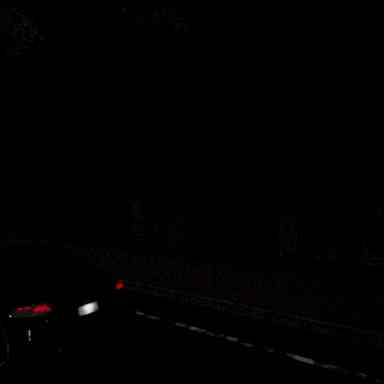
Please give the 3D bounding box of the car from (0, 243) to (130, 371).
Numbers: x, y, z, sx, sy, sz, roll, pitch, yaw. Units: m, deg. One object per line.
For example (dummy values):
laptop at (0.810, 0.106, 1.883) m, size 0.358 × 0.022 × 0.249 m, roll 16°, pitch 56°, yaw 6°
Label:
car at (-3.080, 1.622, 5.846) m, size 4.181 × 1.385 × 1.994 m, roll -1°, pitch 0°, yaw 36°
